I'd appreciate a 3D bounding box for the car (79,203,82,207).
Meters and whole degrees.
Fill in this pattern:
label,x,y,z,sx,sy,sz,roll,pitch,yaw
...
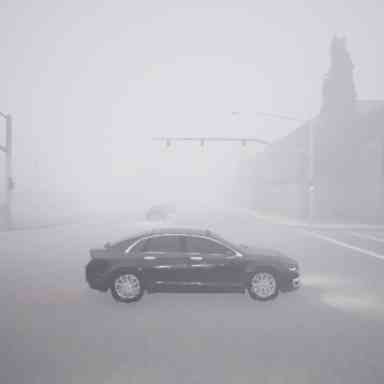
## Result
label,x,y,z,sx,sy,sz,roll,pitch,yaw
car,-21.110,2.048,57.370,3.806,1.475,1.970,0,-1,0

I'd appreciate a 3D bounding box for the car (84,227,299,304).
label,x,y,z,sx,sy,sz,roll,pitch,yaw
car,0.014,1.612,7.857,4.892,1.490,1.837,0,-1,-2

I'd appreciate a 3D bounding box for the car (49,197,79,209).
label,x,y,z,sx,sy,sz,roll,pitch,yaw
car,-21.138,1.776,54.478,3.866,1.878,1.905,0,-1,0

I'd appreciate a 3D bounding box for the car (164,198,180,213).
label,x,y,z,sx,sy,sz,roll,pitch,yaw
car,-3.226,1.989,44.033,2.128,1.511,4.902,0,0,2

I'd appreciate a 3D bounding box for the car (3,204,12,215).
label,x,y,z,sx,sy,sz,roll,pitch,yaw
car,-21.214,1.555,34.856,3.866,1.878,1.905,0,-1,0

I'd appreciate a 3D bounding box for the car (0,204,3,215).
label,x,y,z,sx,sy,sz,roll,pitch,yaw
car,-21.285,1.520,31.962,4.605,1.855,1.932,0,-1,0

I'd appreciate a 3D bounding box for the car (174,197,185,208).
label,x,y,z,sx,sy,sz,roll,pitch,yaw
car,-2.539,1.944,63.616,2.150,2.045,5.566,0,-1,2

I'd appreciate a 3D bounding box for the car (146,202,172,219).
label,x,y,z,sx,sy,sz,roll,pitch,yaw
car,-3.505,1.989,34.169,1.895,1.301,4.718,0,-1,1
